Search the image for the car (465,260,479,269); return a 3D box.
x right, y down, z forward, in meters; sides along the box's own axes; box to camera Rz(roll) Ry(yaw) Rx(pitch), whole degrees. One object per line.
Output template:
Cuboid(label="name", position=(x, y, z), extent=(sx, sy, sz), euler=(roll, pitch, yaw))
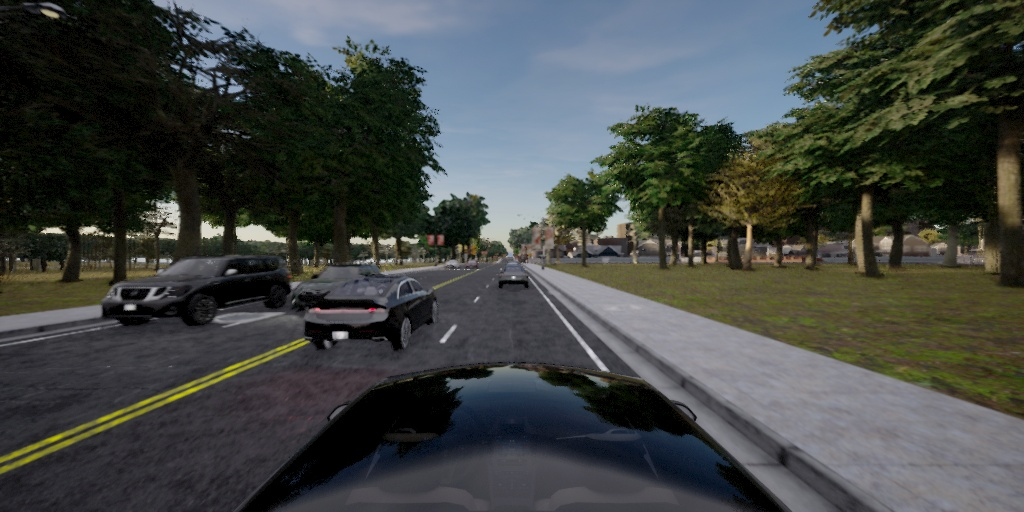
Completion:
Cuboid(label="car", position=(-6.495, 1.402, 58.832), extent=(1.812, 1.442, 4.674), euler=(0, 0, 0))

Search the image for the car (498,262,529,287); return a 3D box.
Cuboid(label="car", position=(0.102, 1.321, 24.423), extent=(1.994, 1.385, 4.181), euler=(0, 0, 0))

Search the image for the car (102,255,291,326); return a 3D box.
Cuboid(label="car", position=(-9.848, 0.974, 12.007), extent=(2.150, 2.045, 5.566), euler=(0, 0, 0))

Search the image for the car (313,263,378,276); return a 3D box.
Cuboid(label="car", position=(-6.598, 1.104, 14.275), extent=(2.097, 1.767, 4.553), euler=(0, 0, 0))

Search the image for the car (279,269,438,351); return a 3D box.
Cuboid(label="car", position=(-3.148, 1.242, 9.004), extent=(2.128, 1.511, 4.902), euler=(0, 0, 0))

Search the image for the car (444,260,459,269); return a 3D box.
Cuboid(label="car", position=(-9.746, 1.379, 58.683), extent=(1.812, 1.442, 4.674), euler=(0, 0, 0))
